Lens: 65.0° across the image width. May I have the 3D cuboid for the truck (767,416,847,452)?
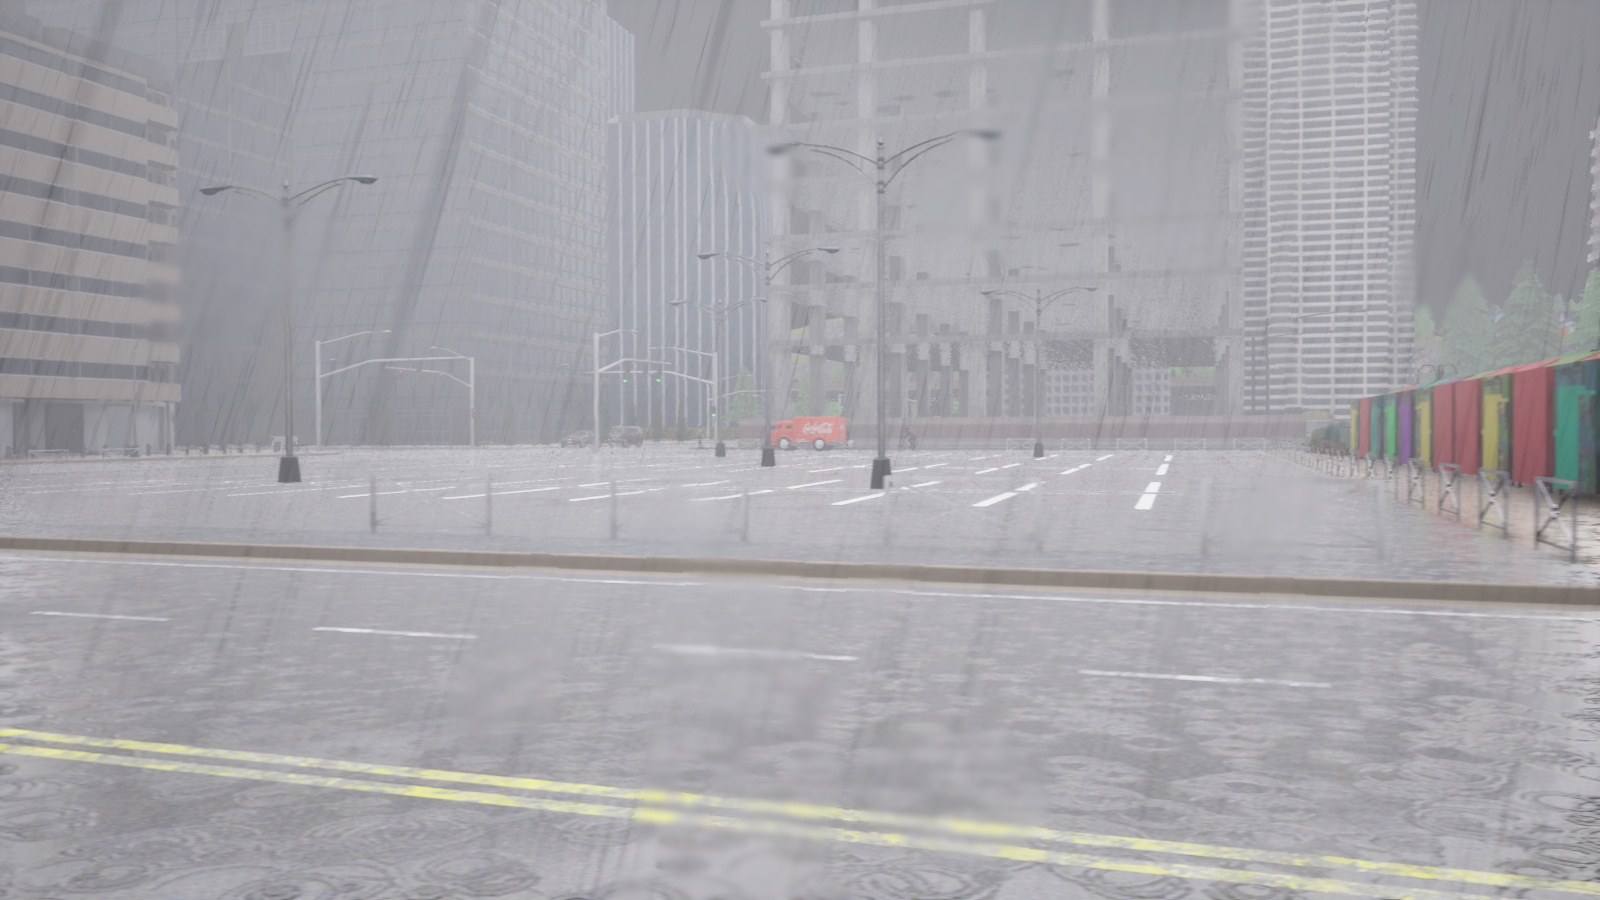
[{"bbox_3d":[0.508,-1.156,90.080,5.204,2.467,2.627,0,1,17],"label":"truck"}]
